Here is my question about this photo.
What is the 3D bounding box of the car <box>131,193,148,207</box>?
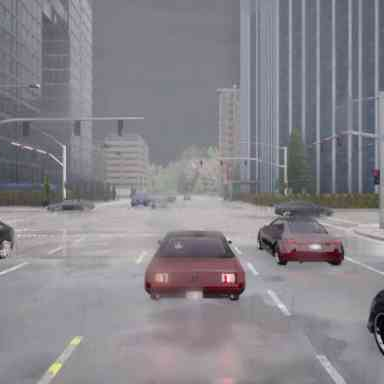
[{"bbox_3d":[-7.835,1.206,50.493,2.150,2.045,5.566,0,0,-1],"label":"car"}]

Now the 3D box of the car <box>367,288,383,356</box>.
[{"bbox_3d":[3.608,1.563,3.236,1.994,1.385,4.181,0,0,-1],"label":"car"}]

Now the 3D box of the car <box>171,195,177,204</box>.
[{"bbox_3d":[-4.494,1.530,65.008,2.033,1.411,5.357,0,0,0],"label":"car"}]

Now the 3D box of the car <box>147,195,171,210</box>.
[{"bbox_3d":[-4.209,1.480,43.284,2.128,1.511,4.902,0,0,-1],"label":"car"}]

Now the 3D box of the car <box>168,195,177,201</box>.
[{"bbox_3d":[-4.675,1.448,80.233,1.837,1.490,4.892,0,0,-1],"label":"car"}]

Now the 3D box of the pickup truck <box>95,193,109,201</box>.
[{"bbox_3d":[-21.197,1.039,73.336,2.390,2.098,6.274,0,0,30],"label":"pickup truck"}]

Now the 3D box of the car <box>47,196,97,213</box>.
[{"bbox_3d":[-12.984,1.481,36.002,4.902,1.511,2.128,0,1,-26],"label":"car"}]

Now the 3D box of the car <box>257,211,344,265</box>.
[{"bbox_3d":[3.577,1.561,11.647,1.994,1.385,4.181,0,0,0],"label":"car"}]

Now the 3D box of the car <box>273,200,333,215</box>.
[{"bbox_3d":[9.542,1.497,28.714,4.892,1.490,1.837,0,1,8],"label":"car"}]

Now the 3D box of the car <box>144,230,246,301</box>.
[{"bbox_3d":[0.071,1.599,8.289,1.895,1.301,4.718,0,0,0],"label":"car"}]

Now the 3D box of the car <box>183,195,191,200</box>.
[{"bbox_3d":[-1.295,1.529,88.561,1.994,1.385,4.181,0,0,-1],"label":"car"}]

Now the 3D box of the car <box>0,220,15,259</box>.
[{"bbox_3d":[-7.102,1.502,9.716,1.837,1.490,4.892,0,0,0],"label":"car"}]

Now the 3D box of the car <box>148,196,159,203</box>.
[{"bbox_3d":[-8.010,1.507,68.745,1.812,1.442,4.674,0,0,-1],"label":"car"}]
